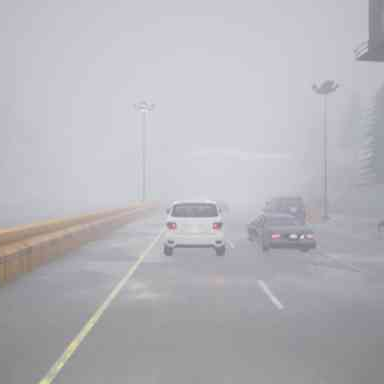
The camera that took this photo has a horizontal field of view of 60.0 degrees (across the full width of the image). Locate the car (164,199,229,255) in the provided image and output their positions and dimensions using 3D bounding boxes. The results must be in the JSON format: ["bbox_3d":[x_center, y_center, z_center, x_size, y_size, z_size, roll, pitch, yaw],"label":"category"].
[{"bbox_3d":[0.088,1.301,13.787,2.150,2.045,5.566,0,0,0],"label":"car"}]

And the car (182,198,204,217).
[{"bbox_3d":[0.057,1.542,33.879,2.097,1.767,4.553,0,0,0],"label":"car"}]

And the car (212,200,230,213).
[{"bbox_3d":[3.545,1.757,41.066,1.812,1.442,4.674,0,0,0],"label":"car"}]

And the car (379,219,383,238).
[{"bbox_3d":[10.585,1.566,15.211,1.882,1.535,5.008,0,0,0],"label":"car"}]

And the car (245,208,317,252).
[{"bbox_3d":[3.588,1.629,14.290,2.033,1.411,5.357,0,0,0],"label":"car"}]

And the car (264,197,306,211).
[{"bbox_3d":[7.069,1.370,25.825,2.150,2.045,5.566,0,0,0],"label":"car"}]
